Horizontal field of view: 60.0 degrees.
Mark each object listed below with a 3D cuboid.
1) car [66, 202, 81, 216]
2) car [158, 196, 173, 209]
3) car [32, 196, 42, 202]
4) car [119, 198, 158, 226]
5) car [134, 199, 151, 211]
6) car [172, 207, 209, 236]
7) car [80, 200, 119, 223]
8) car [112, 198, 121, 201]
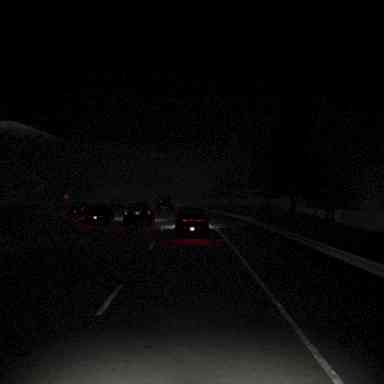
[{"bbox_3d":[-12.038,1.785,35.504,1.812,1.442,4.674,0,0,-8],"label":"car"},{"bbox_3d":[-4.361,1.597,51.388,2.150,2.045,5.566,0,0,-14],"label":"car"},{"bbox_3d":[-33.561,1.618,71.974,1.882,1.535,5.008,0,0,-24],"label":"car"},{"bbox_3d":[-3.947,1.536,25.312,2.097,1.767,4.553,0,0,-4],"label":"car"},{"bbox_3d":[-7.321,1.844,48.362,2.128,1.511,4.902,0,0,-12],"label":"car"},{"bbox_3d":[-0.075,1.649,19.531,1.837,1.490,4.892,0,0,-2],"label":"car"},{"bbox_3d":[-7.624,1.709,27.825,1.837,1.490,4.892,1,0,-5],"label":"car"},{"bbox_3d":[-11.647,1.726,51.473,2.097,1.767,4.553,0,-1,-14],"label":"car"}]
